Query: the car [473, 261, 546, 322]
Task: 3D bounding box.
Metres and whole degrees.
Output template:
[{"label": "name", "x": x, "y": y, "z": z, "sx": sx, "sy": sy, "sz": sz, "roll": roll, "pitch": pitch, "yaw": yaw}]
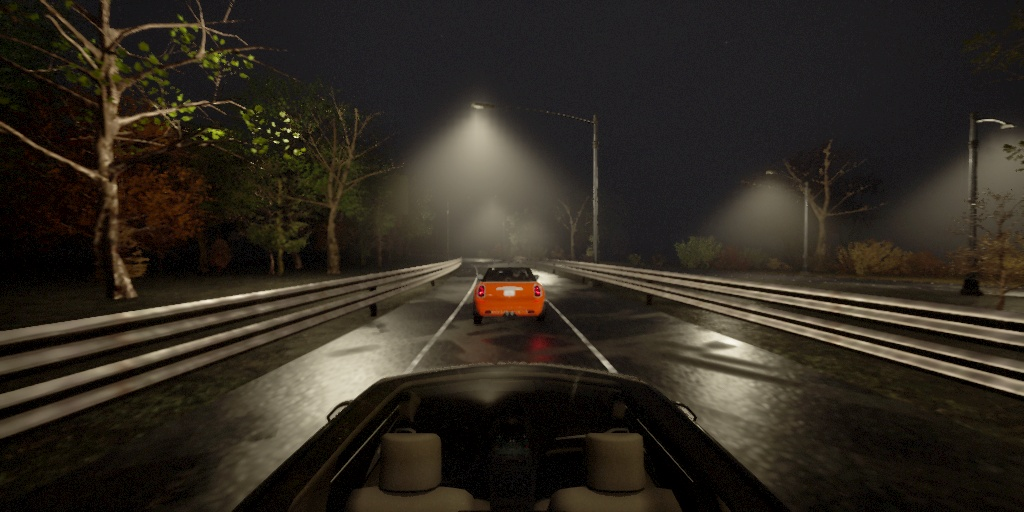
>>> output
[{"label": "car", "x": -0.125, "y": 1.021, "z": 12.042, "sx": 2.097, "sy": 1.767, "sz": 4.553, "roll": 0, "pitch": 1, "yaw": -2}]
